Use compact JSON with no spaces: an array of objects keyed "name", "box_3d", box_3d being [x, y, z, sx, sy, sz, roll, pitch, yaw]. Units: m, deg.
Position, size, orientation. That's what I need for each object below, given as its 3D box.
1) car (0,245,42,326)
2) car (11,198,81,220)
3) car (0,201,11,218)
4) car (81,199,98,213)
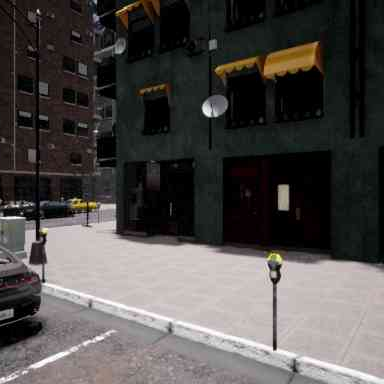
[{"name":"car","box_3d":[-4.496,1.551,6.092,4.403,1.369,2.008,0,0,36]},{"name":"car","box_3d":[-11.179,1.345,25.690,1.994,1.385,4.181,0,1,35]},{"name":"car","box_3d":[-14.029,1.350,26.116,2.008,1.369,4.403,1,1,35]},{"name":"car","box_3d":[-10.933,1.250,30.537,1.752,1.417,4.829,1,1,35]}]
